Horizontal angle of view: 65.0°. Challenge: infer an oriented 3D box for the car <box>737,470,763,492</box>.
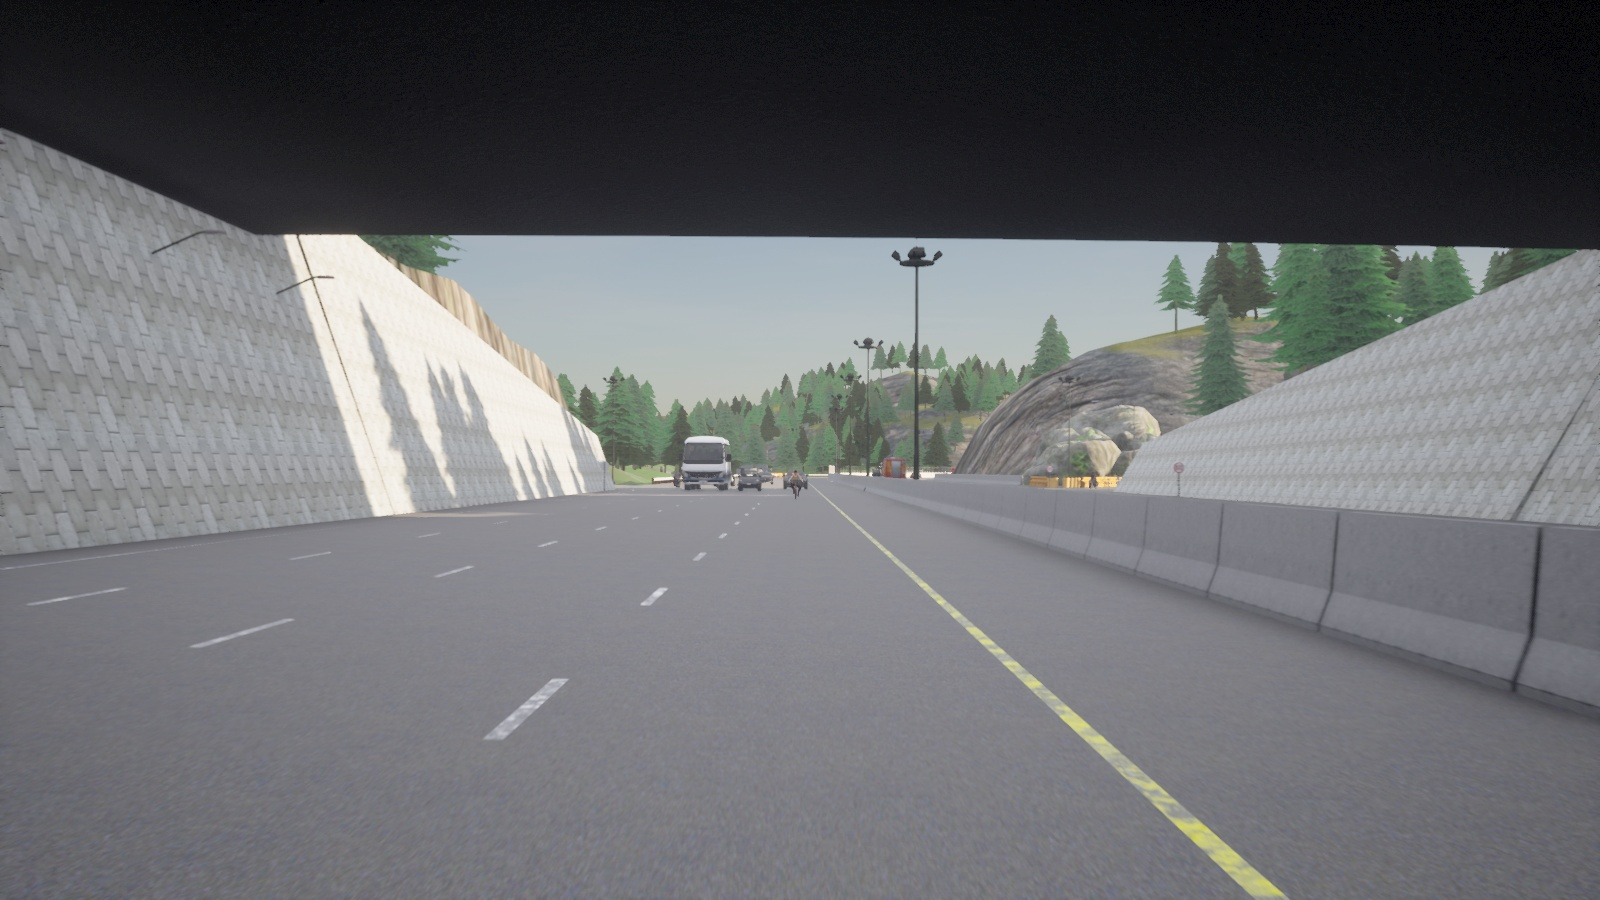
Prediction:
[{"bbox_3d":[-3.818,2.335,95.989,1.851,1.617,3.988,0,-1,0],"label":"car"}]
